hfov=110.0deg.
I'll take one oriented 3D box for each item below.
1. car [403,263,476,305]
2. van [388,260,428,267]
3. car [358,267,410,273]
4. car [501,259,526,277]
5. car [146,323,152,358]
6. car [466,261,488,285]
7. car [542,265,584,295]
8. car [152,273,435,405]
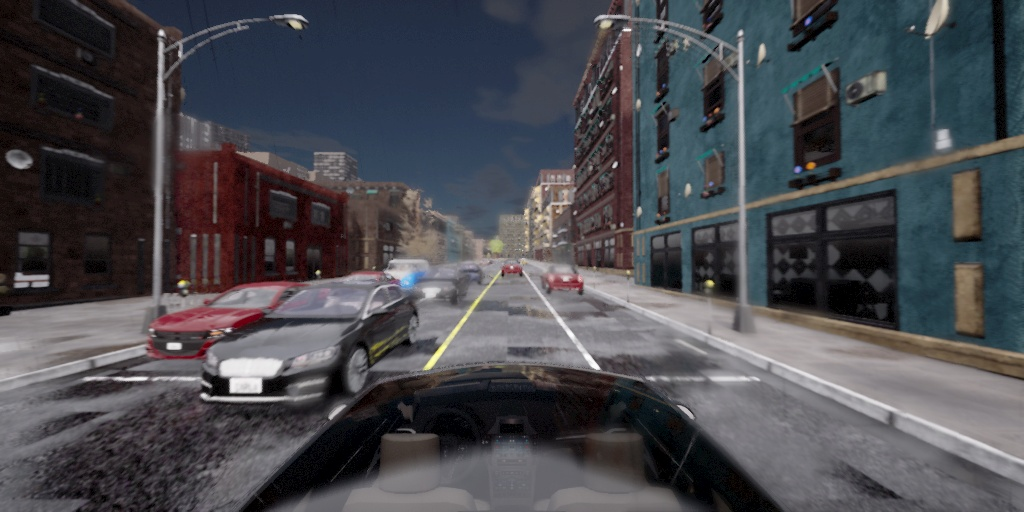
[{"bbox_3d":[-3.090,1.241,16.171,2.128,1.511,4.902,0,0,0],"label":"car"},{"bbox_3d":[-5.694,1.090,19.728,1.690,1.789,3.998,0,0,0],"label":"van"},{"bbox_3d":[-5.693,1.294,14.041,1.888,1.381,4.507,0,0,0],"label":"car"},{"bbox_3d":[-0.008,1.101,36.022,2.097,1.767,4.553,0,0,0],"label":"car"},{"bbox_3d":[-5.768,1.295,8.359,1.888,1.381,4.507,0,0,0],"label":"car"},{"bbox_3d":[-3.080,1.313,26.160,1.994,1.385,4.181,0,0,1],"label":"car"},{"bbox_3d":[2.687,1.189,19.791,1.967,1.591,4.097,0,0,0],"label":"car"},{"bbox_3d":[-3.091,1.241,6.625,2.128,1.511,4.902,0,0,0],"label":"car"}]
